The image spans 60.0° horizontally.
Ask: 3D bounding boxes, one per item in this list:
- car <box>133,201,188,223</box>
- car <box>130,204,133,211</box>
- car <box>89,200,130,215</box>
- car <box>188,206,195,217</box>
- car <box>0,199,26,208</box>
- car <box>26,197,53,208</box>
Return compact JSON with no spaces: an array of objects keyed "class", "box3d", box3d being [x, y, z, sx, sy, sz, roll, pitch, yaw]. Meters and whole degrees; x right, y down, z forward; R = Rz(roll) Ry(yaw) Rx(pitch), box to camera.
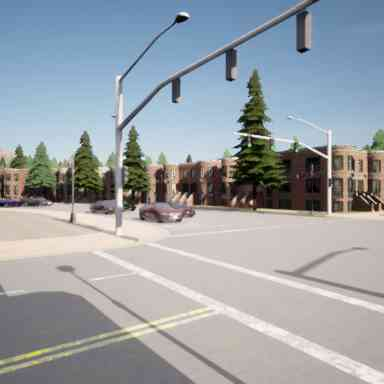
[{"class":"car","box3d":[-2.520,1.522,25.579,1.812,1.442,4.674,0,0,-35]},{"class":"car","box3d":[-8.438,1.596,38.832,1.895,1.301,4.718,0,0,-44]},{"class":"car","box3d":[-8.760,1.544,34.002,2.033,1.411,5.357,0,0,-39]},{"class":"car","box3d":[-1.530,1.559,30.097,1.994,1.385,4.181,0,0,-37]},{"class":"car","box3d":[-26.209,1.599,46.666,4.718,1.301,1.895,0,0,21]},{"class":"car","box3d":[-22.722,1.489,48.929,4.902,1.511,2.128,0,0,24]}]
